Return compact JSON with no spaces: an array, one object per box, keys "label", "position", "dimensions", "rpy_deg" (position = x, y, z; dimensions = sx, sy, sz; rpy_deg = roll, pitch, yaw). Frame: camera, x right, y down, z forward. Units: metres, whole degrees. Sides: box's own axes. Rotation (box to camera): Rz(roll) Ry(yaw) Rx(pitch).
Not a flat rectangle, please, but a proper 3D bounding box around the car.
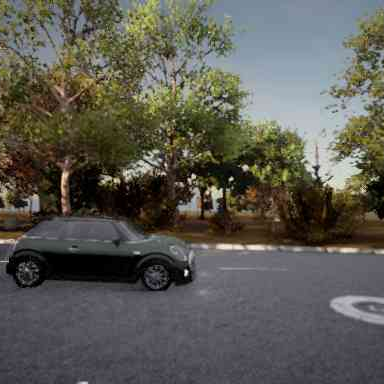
[{"label":"car","position":[-2.170,1.416,8.720],"dimensions":[4.553,1.767,2.097],"rpy_deg":[1,0,2]}]
